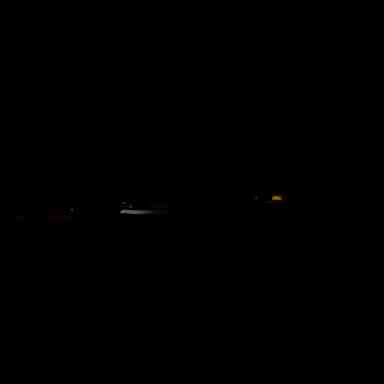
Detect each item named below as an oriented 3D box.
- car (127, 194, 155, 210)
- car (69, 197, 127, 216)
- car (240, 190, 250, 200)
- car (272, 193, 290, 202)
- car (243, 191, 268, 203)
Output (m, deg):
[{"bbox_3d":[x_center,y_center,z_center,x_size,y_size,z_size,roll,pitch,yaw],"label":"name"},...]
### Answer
[{"bbox_3d":[-6.106,1.022,35.825,1.882,1.535,5.008,1,1,36],"label":"car"},{"bbox_3d":[-8.050,1.194,27.977,1.812,1.442,4.674,1,1,36],"label":"car"},{"bbox_3d":[7.861,0.625,54.644,2.150,2.045,5.566,1,0,37],"label":"car"},{"bbox_3d":[16.322,0.942,60.990,1.882,1.535,5.008,1,0,36],"label":"car"},{"bbox_3d":[10.416,1.007,52.898,1.994,1.385,4.181,1,0,37],"label":"car"}]
